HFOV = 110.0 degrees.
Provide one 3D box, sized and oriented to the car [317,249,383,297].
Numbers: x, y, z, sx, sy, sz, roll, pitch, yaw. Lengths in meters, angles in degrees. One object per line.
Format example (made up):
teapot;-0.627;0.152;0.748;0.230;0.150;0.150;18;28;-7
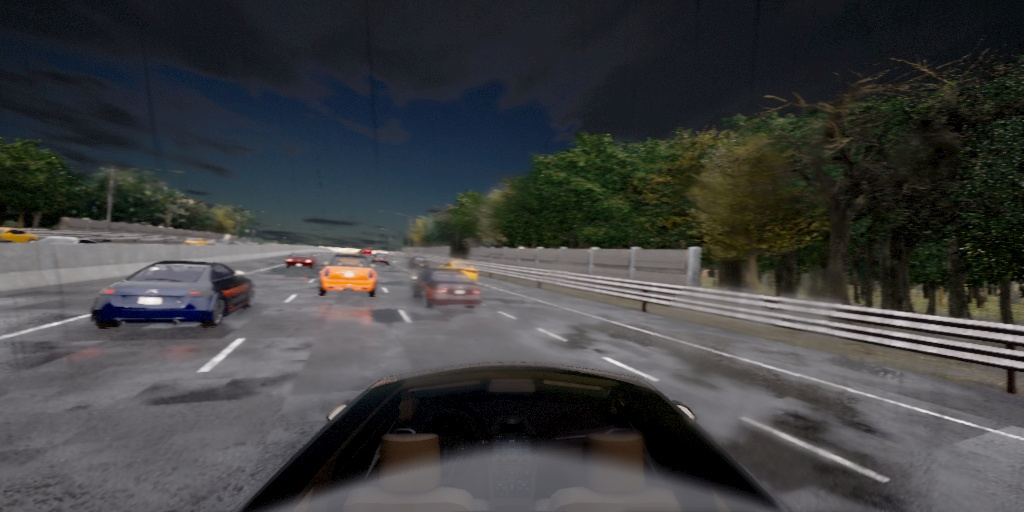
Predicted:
car;-7.194;0.696;15.906;2.097;1.767;4.553;4;0;-24

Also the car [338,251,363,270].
car;-14.935;0.361;33.291;1.882;1.535;5.008;4;0;-24

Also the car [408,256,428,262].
car;-10.655;0.756;40.844;1.812;1.442;4.674;4;0;-24

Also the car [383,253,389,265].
car;-16.761;0.340;45.740;2.033;1.411;5.357;4;0;-24

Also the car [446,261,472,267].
car;-3.969;1.125;25.817;1.882;1.535;5.008;4;0;-24

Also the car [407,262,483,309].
car;-2.768;1.201;14.268;2.033;1.411;5.357;4;0;-24

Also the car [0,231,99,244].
car;-24.303;-0.351;19.487;1.812;1.442;4.674;4;0;-24

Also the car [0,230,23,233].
car;-27.473;-0.553;18.018;1.994;1.385;4.181;4;0;-24

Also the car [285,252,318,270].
car;-16.776;0.328;28.818;1.895;1.301;4.718;4;0;-24

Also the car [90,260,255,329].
car;-7.903;0.805;8.871;1.994;1.385;4.181;4;0;-24

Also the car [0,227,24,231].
car;-39.315;-1.465;27.494;1.882;1.535;5.008;4;0;-24
